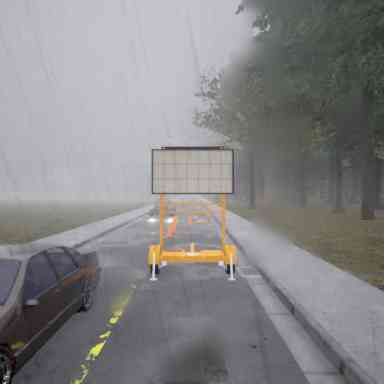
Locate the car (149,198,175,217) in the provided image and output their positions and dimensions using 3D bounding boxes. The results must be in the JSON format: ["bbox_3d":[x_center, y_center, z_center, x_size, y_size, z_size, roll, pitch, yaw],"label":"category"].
[{"bbox_3d":[-2.693,1.352,30.935,2.097,1.767,4.553,0,0,0],"label":"car"}]

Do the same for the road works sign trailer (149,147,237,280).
[{"bbox_3d":[0.019,0.464,9.873,2.380,3.560,2.880,0,0,0],"label":"road works sign trailer"}]

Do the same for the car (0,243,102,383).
[{"bbox_3d":[-2.840,1.547,4.969,2.033,1.411,5.357,0,0,0],"label":"car"}]
